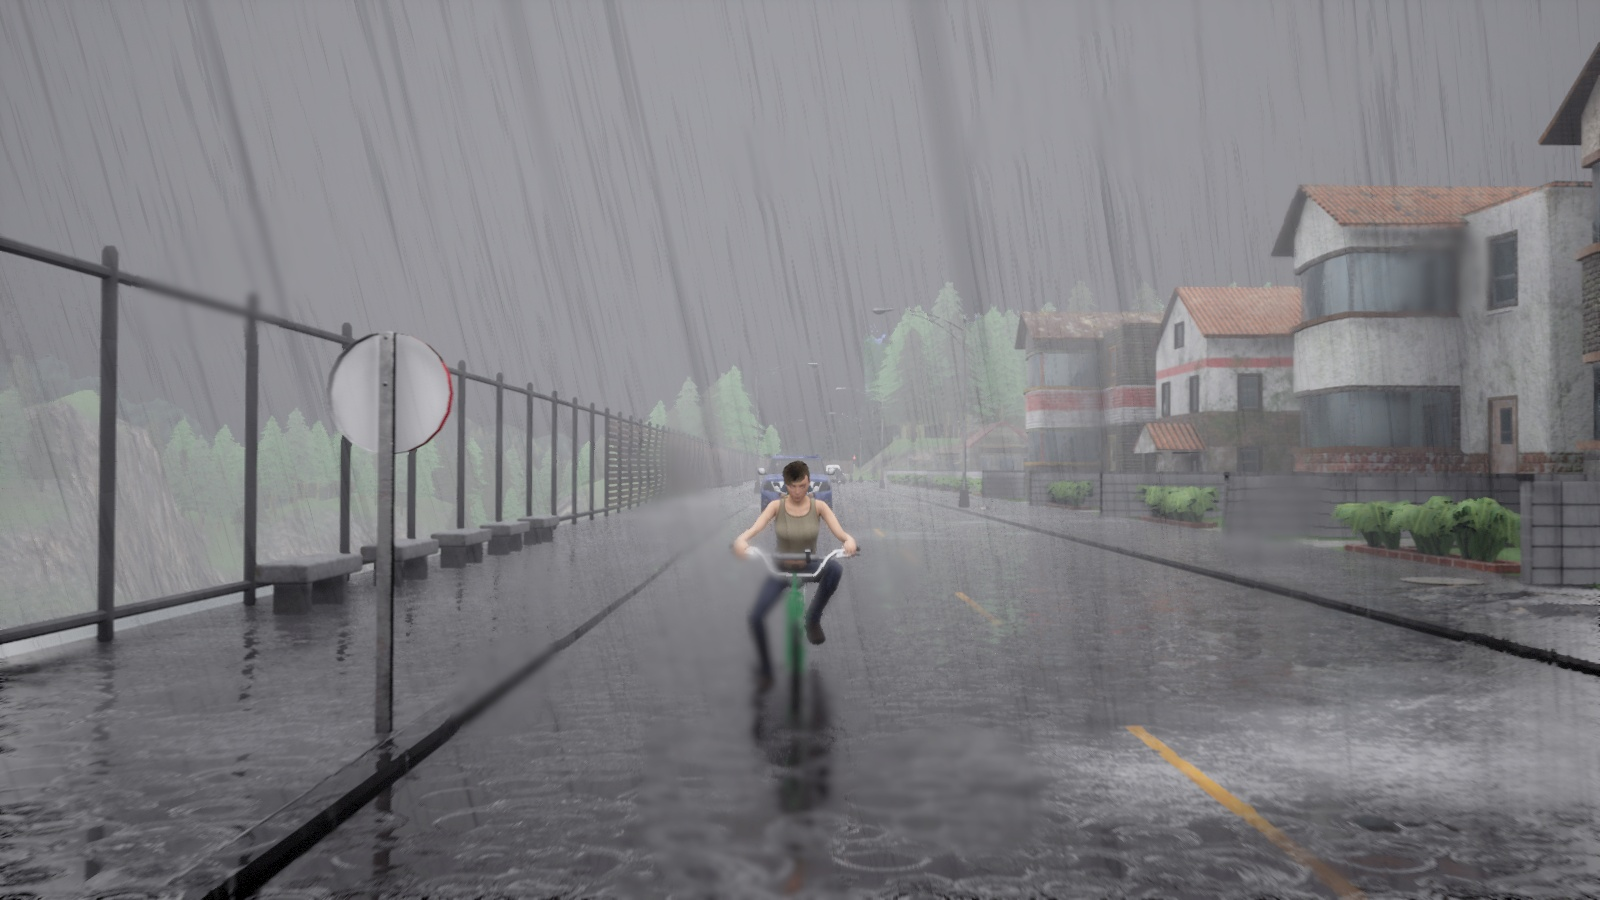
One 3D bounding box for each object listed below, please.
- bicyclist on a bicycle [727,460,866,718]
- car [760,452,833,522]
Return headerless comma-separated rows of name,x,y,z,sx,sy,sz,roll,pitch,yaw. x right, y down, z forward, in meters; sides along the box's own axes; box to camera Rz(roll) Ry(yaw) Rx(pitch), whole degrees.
bicyclist on a bicycle,-0.014,0.880,8.628,0.866,1.612,1.509,0,-1,1
car,-0.097,1.137,39.932,2.150,2.045,5.566,0,-1,0
